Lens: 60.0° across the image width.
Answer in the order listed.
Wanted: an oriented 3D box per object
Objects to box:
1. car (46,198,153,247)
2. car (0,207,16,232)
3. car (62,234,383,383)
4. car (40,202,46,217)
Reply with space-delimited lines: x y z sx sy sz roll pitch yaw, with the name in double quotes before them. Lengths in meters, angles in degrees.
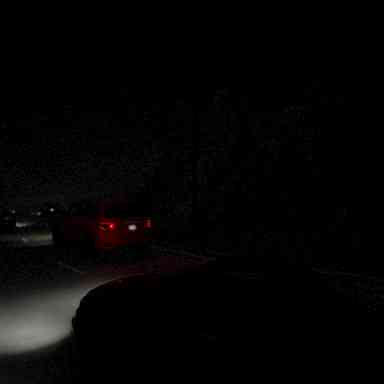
"car" -3.670 1.267 13.065 2.150 2.045 5.566 0 0 -39
"car" -11.785 1.610 20.082 1.994 1.385 4.181 0 0 -27
"car" 0.471 1.547 4.007 4.674 1.442 1.812 0 0 39
"car" -14.085 1.660 33.327 1.994 1.385 4.181 0 0 -24
